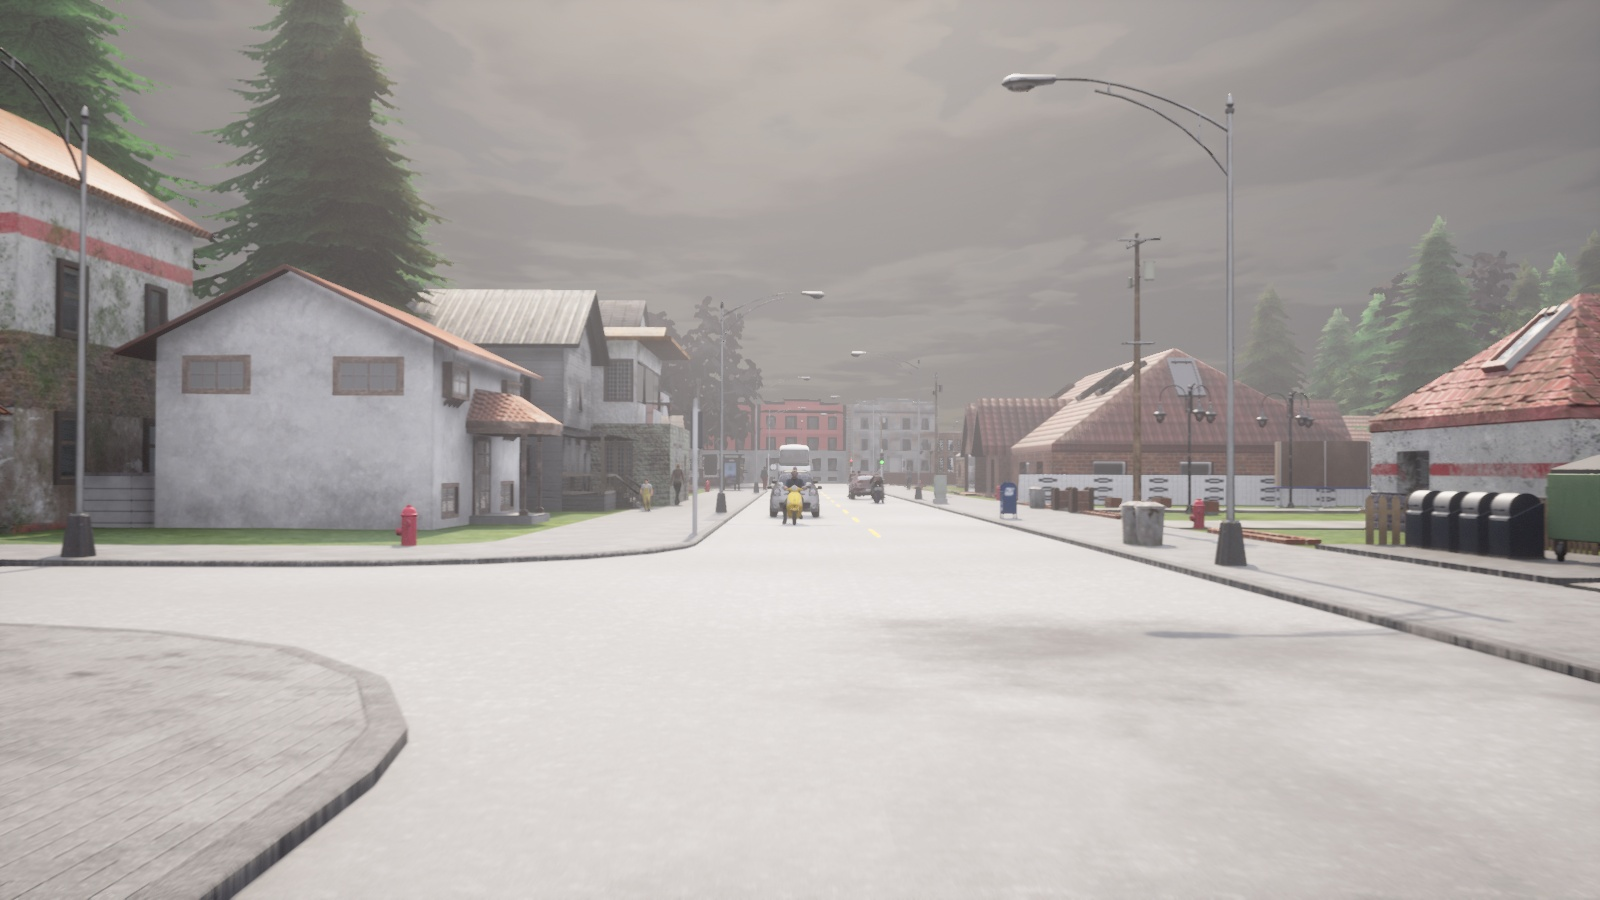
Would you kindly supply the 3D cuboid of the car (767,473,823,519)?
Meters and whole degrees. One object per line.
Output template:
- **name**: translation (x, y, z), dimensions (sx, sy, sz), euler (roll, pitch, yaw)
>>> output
- **car**: translation (-0.168, 1.553, 43.246), dimensions (1.845, 1.501, 3.633), euler (0, -1, 0)

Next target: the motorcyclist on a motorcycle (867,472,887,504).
- **motorcyclist on a motorcycle**: translation (3.764, 1.865, 61.577), dimensions (0.866, 1.530, 2.191), euler (0, -1, 0)

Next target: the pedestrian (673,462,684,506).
- **pedestrian**: translation (-5.108, 1.429, 52.860), dimensions (0.331, 1.846, 0.634), euler (0, -1, 8)

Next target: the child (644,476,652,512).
- **child**: translation (-5.441, 1.578, 44.919), dimensions (0.270, 1.263, 0.437), euler (0, -1, -2)

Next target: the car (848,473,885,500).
- **car**: translation (3.730, 2.008, 70.658), dimensions (1.812, 1.442, 4.674), euler (0, -1, 0)

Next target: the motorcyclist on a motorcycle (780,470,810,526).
- **motorcyclist on a motorcycle**: translation (-0.152, 1.387, 36.964), dimensions (0.866, 1.590, 1.817), euler (0, -1, 0)
